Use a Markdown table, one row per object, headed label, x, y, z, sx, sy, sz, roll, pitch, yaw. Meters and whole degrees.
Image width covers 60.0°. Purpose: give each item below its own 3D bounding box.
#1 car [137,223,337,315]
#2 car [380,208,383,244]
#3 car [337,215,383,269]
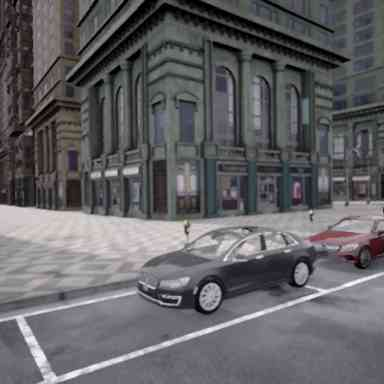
| label | x | y | z | sx | sy | sz | roll | pitch | yaw |
| --- | --- | --- | --- | --- | --- | --- | --- | --- | --- |
| car | 0.942 | 1.473 | 7.313 | 4.403 | 1.369 | 2.008 | -1 | 1 | -35 |
| car | 9.766 | 1.298 | 13.585 | 4.507 | 1.381 | 1.887 | -1 | 0 | -35 |
| car | 5.354 | 1.420 | 10.449 | 4.206 | 1.307 | 1.802 | -1 | 1 | -35 |
